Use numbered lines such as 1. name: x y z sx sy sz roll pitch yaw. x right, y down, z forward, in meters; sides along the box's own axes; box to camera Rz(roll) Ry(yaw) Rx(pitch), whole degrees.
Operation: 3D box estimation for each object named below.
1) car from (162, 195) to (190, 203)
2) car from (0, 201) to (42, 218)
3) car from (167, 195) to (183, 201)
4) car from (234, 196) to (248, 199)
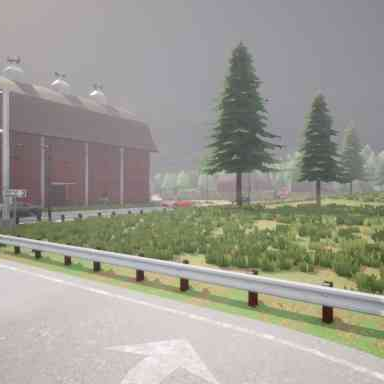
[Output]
1. car: -2.006 1.379 42.623 2.097 1.767 4.553 0 0 37
2. car: -14.341 1.531 25.976 1.837 1.490 4.892 0 0 37
3. car: -4.305 1.532 85.492 1.816 1.474 4.193 0 0 36
4. car: 8.334 1.444 56.430 1.837 1.490 4.892 0 0 37
